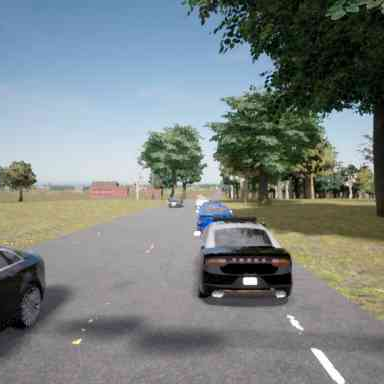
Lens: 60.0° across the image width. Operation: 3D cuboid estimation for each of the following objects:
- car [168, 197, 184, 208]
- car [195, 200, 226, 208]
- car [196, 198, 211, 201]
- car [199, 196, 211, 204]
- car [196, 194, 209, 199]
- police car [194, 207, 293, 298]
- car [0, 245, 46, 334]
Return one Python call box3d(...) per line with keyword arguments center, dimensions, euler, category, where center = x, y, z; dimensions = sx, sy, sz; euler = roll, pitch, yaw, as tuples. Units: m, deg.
box3d(center=(-2.209, 1.419, 45.882), dimensions=(2.128, 1.511, 4.902), euler=(0, 0, 4), category="car")
box3d(center=(1.253, 1.456, 18.491), dimensions=(1.882, 1.535, 5.008), euler=(0, 0, 1), category="car")
box3d(center=(1.419, 1.474, 24.465), dimensions=(1.837, 1.490, 4.892), euler=(0, 0, 2), category="car")
box3d(center=(2.456, 1.502, 61.276), dimensions=(1.895, 1.301, 4.718), euler=(0, 0, 5), category="car")
box3d(center=(1.450, 1.457, 46.215), dimensions=(1.812, 1.442, 4.674), euler=(0, 0, 4), category="car")
box3d(center=(1.085, 1.418, 8.639), dimensions=(1.930, 1.638, 5.238), euler=(0, 0, 1), category="police car")
box3d(center=(-3.574, 1.488, 4.130), dimensions=(2.128, 1.511, 4.902), euler=(0, 0, 0), category="car")
